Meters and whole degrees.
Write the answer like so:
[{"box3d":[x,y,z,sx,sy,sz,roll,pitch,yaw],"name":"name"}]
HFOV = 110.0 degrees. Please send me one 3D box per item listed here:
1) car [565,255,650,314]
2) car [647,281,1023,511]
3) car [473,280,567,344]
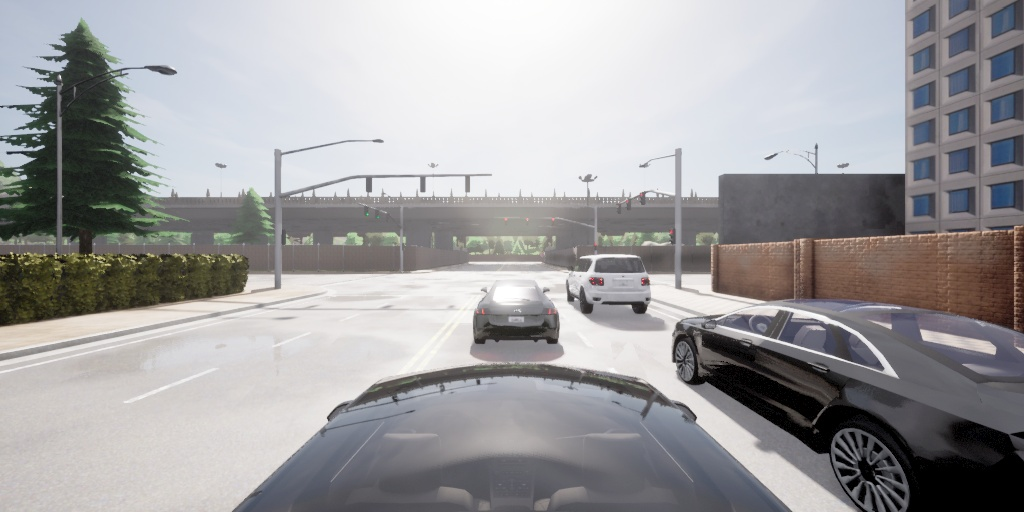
[{"box3d":[3.488,0.971,13.931,2.150,2.045,5.566,0,0,0],"name":"car"},{"box3d":[3.595,1.242,4.126,2.128,1.511,4.902,0,0,0],"name":"car"},{"box3d":[0.092,1.314,9.586,1.994,1.385,4.181,0,0,0],"name":"car"}]
